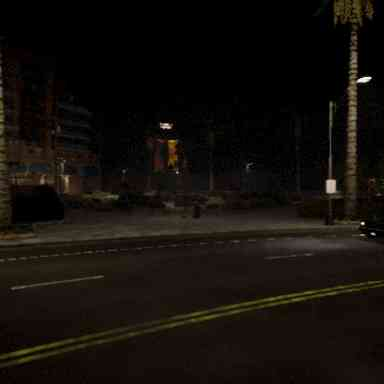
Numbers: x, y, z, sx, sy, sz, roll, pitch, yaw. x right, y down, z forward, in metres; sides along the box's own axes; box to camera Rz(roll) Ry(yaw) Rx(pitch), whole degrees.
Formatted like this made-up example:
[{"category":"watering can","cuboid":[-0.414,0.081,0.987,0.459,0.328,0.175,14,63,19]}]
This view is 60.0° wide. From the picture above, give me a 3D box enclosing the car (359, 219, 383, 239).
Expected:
[{"category":"car","cuboid":[10.161,1.548,15.159,4.718,1.301,1.895,0,0,-12]}]
